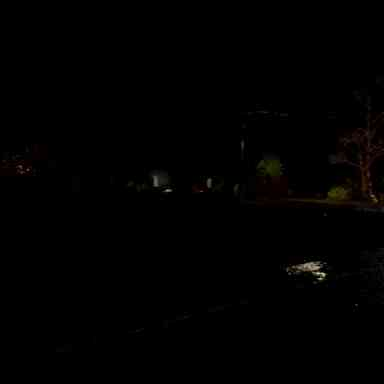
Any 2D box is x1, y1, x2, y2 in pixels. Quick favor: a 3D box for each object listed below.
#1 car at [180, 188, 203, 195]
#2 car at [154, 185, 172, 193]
[{"bbox_3d":[-0.153,-0.149,60.086,1.895,1.301,4.718,0,2,-36],"label":"car"},{"bbox_3d":[-5.963,-0.608,68.188,2.128,1.511,4.902,0,2,-36],"label":"car"}]
